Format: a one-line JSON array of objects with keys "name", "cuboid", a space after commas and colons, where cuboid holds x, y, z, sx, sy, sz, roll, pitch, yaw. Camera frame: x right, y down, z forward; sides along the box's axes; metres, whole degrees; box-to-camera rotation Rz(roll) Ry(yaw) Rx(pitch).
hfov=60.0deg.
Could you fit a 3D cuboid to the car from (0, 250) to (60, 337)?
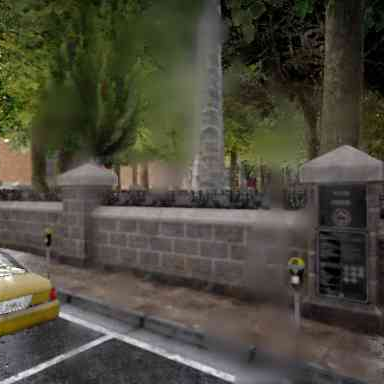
[{"name": "car", "cuboid": [-4.307, 1.494, 5.894, 4.829, 1.417, 1.752, 0, -1, 36]}]
